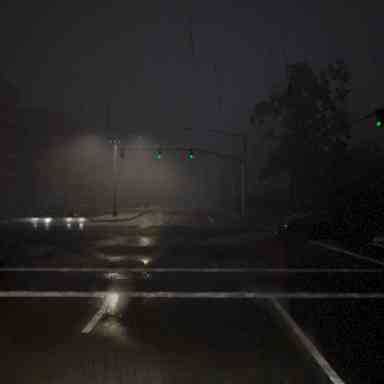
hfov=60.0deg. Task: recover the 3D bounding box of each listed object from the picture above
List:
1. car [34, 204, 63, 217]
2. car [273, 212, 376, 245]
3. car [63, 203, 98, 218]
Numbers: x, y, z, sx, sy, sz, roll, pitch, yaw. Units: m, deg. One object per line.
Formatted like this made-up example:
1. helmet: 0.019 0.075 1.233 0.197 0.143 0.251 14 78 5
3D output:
1. car: -15.076 1.943 35.498 1.994 1.385 4.181 0 -1 0
2. car: 6.307 1.700 16.060 4.674 1.442 1.812 0 -1 0
3. car: -11.575 1.929 35.715 2.033 1.411 5.357 0 -1 0
